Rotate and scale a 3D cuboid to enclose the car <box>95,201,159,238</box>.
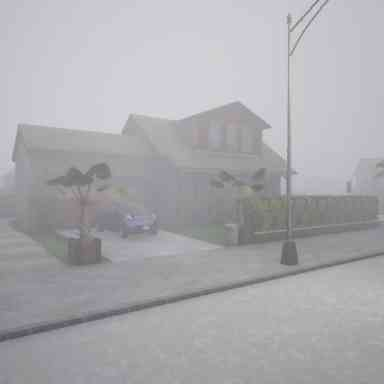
[{"bbox_3d":[-3.024,1.174,15.291,1.845,1.501,3.633,0,0,-38],"label":"car"}]
